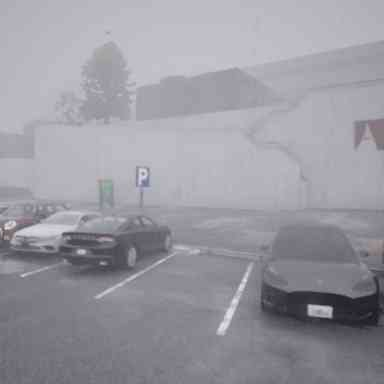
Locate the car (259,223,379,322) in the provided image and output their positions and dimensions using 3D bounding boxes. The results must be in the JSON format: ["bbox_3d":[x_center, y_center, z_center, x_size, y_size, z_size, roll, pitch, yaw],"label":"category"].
[{"bbox_3d":[2.664,1.501,7.550,2.163,1.488,4.792,1,0,15],"label":"car"}]

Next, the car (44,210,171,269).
[{"bbox_3d":[-2.223,1.436,11.060,2.097,1.535,5.008,0,-1,16],"label":"car"}]

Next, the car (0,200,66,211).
[{"bbox_3d":[-7.092,1.267,14.583,2.185,1.767,4.553,1,0,16],"label":"car"}]

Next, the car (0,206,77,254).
[{"bbox_3d":[-4.660,1.456,12.811,2.002,1.452,4.674,1,0,16],"label":"car"}]

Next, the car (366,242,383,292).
[{"bbox_3d":[5.113,1.241,5.809,2.435,2.045,5.566,1,0,15],"label":"car"}]
